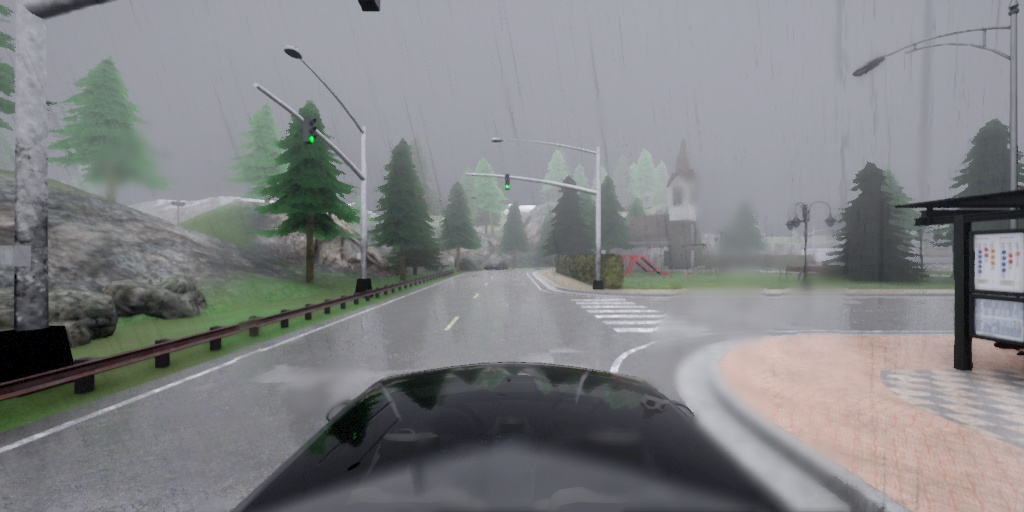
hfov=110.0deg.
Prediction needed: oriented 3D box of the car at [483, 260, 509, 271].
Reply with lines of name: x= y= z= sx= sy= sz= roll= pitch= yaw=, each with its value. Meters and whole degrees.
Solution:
car: x=-2.028 y=1.280 z=47.983 sx=2.033 sy=1.411 sz=5.357 roll=0 pitch=0 yaw=20
